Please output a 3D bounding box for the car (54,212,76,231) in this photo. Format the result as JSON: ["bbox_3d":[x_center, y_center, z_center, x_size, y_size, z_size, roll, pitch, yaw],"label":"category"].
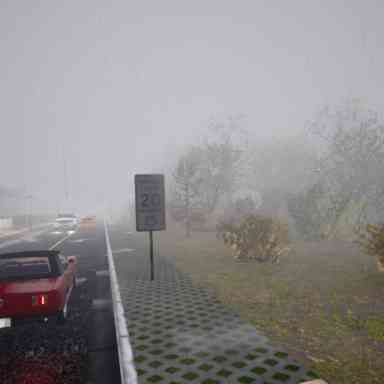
[{"bbox_3d":[-15.474,3.555,40.817,2.150,2.045,5.566,-1,-3,-15],"label":"car"}]

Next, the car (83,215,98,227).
[{"bbox_3d":[-14.316,4.095,47.172,1.837,1.490,4.892,-1,-3,-15],"label":"car"}]

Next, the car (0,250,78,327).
[{"bbox_3d":[-3.718,1.989,7.618,1.895,1.301,4.718,-1,-3,-15],"label":"car"}]

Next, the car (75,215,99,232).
[{"bbox_3d":[-11.579,3.511,37.126,1.882,1.535,5.008,-1,-3,-15],"label":"car"}]
